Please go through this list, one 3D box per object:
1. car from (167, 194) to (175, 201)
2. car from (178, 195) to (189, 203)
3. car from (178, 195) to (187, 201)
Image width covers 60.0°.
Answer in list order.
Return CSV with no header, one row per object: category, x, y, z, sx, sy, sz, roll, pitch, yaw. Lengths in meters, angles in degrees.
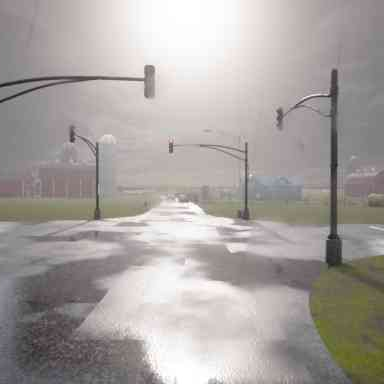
car,-4.708,1.182,73.967,1.812,1.442,4.674,0,0,-3
car,-1.721,1.624,69.967,1.895,1.301,4.718,0,0,-3
car,-2.332,1.464,79.951,1.837,1.490,4.892,0,0,-4
